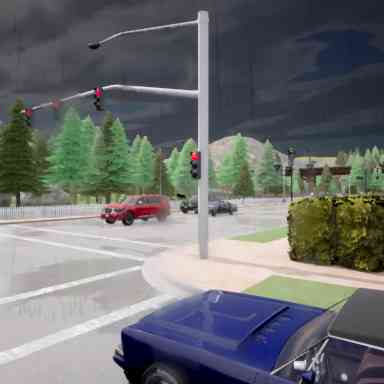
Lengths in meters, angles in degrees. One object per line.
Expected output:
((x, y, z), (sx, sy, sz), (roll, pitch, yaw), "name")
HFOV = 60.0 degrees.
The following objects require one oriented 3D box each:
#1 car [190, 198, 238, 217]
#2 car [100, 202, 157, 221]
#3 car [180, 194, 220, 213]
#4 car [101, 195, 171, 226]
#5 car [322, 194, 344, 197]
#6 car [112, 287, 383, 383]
((2.457, 1.547, 32.232), (2.033, 1.411, 5.357), (0, 0, 38), "car")
((-5.258, 1.601, 28.138), (1.895, 1.301, 4.718), (0, 0, 38), "car")
((1.079, 1.221, 36.119), (2.150, 2.045, 5.566), (0, 0, 39), "car")
((-3.911, 1.221, 24.203), (2.150, 2.045, 5.566), (0, 0, 38), "car")
((16.507, 1.222, 38.393), (2.150, 2.045, 5.566), (0, 0, 38), "car")
((1.502, 1.601, 2.894), (4.718, 1.301, 1.895), (0, 0, 36), "car")
